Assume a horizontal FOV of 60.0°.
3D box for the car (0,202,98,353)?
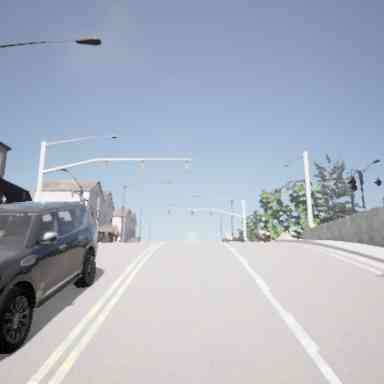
[{"bbox_3d":[-3.533,1.250,6.533,2.150,2.045,5.566,0,0,0],"label":"car"}]
